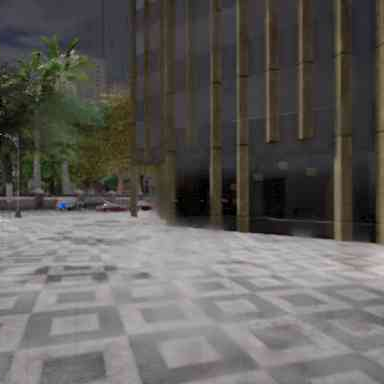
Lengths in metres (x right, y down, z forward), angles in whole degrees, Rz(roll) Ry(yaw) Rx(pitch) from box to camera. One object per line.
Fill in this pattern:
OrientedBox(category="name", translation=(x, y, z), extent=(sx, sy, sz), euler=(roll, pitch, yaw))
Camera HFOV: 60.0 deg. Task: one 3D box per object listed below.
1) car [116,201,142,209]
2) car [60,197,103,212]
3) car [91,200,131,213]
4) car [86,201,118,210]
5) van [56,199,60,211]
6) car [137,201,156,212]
OrientedBox(category="car", translation=(-10.566, 2.187, 55.652), extent=(1.802, 1.307, 4.206), euler=(-1, -2, 36))
OrientedBox(category="car", translation=(-14.532, 1.645, 45.537), extent=(2.150, 2.045, 5.566), euler=(0, -1, 36))
OrientedBox(category="car", translation=(-10.088, 1.982, 41.716), extent=(1.802, 1.307, 4.206), euler=(-1, -2, 36))
OrientedBox(category="car", translation=(-13.791, 2.059, 51.169), extent=(1.887, 1.381, 4.507), euler=(-1, -2, 36))
OrientedBox(category="van", translation=(-17.017, 1.764, 46.690), extent=(1.690, 1.788, 3.998), euler=(-1, -2, 36))
OrientedBox(category="car", translation=(-6.864, 1.931, 46.203), extent=(1.967, 1.590, 4.097), euler=(-1, -2, 36))
